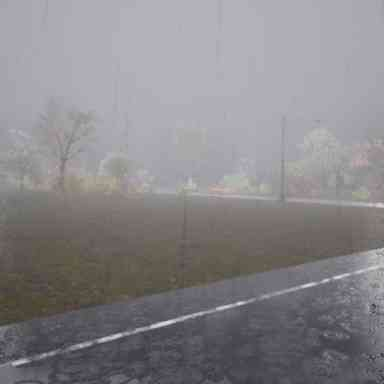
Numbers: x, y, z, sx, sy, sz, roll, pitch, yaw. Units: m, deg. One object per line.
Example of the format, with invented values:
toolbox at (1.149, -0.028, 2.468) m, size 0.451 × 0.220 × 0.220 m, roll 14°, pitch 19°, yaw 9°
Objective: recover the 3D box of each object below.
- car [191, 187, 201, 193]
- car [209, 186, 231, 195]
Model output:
car at (-0.243, -0.556, 72.218) m, size 1.895 × 1.301 × 4.718 m, roll 0°, pitch 2°, yaw -36°
car at (5.371, -0.389, 64.359) m, size 2.097 × 1.767 × 4.553 m, roll 0°, pitch 2°, yaw -36°
